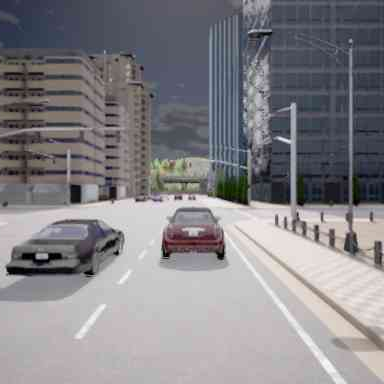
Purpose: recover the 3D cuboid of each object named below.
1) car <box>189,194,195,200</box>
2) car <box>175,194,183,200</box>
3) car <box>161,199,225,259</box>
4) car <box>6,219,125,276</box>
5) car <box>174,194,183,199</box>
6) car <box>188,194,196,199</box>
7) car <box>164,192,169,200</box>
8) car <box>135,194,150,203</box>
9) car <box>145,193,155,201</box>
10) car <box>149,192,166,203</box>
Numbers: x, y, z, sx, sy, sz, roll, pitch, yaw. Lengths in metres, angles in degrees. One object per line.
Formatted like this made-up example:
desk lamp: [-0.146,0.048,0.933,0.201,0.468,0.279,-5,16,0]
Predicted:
car: [-0.009,1.349,92.808,1.812,1.442,4.674,0,0,0]
car: [-3.510,1.365,92.807,2.033,1.411,5.357,0,0,0]
car: [0.062,1.332,12.728,2.097,1.767,4.553,0,0,0]
car: [-3.459,1.532,10.214,2.033,1.411,5.357,0,0,0]
car: [-3.509,1.341,83.197,1.882,1.535,5.008,0,0,0]
car: [-0.009,1.416,84.314,1.994,1.385,4.181,0,0,0]
car: [-7.009,1.091,83.755,2.150,2.045,5.566,0,0,0]
car: [-10.507,1.434,68.229,2.033,1.411,5.357,0,0,0]
car: [-10.509,1.221,83.818,2.097,1.767,4.553,0,0,0]
car: [-7.007,1.372,68.223,1.882,1.535,5.008,0,0,0]
